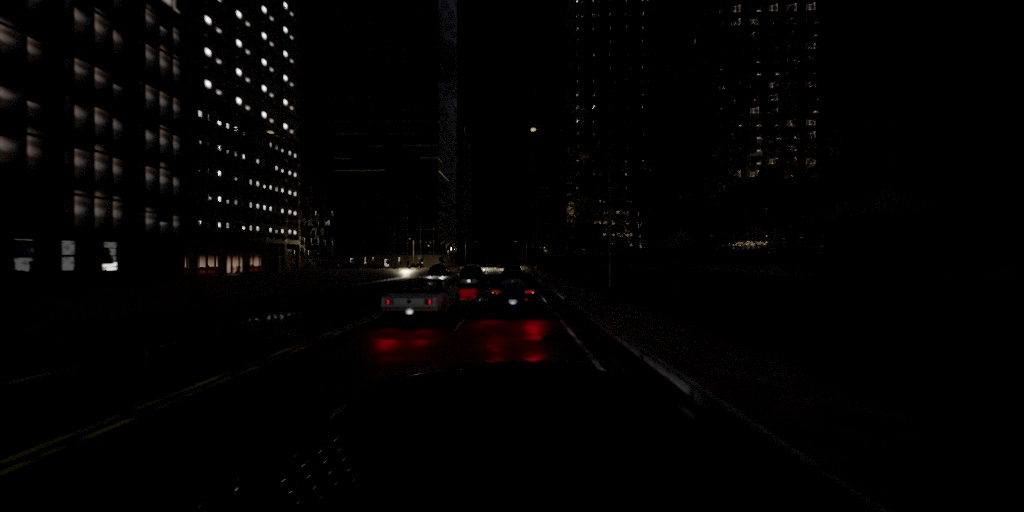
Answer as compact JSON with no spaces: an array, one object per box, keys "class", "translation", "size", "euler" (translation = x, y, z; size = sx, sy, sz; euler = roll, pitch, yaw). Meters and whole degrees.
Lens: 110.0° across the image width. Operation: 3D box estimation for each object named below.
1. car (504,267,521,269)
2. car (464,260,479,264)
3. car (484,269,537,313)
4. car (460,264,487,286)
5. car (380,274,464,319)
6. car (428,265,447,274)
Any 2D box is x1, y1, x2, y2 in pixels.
[{"class":"car","translation":[0.045,1.626,29.173],"size":[1.837,1.490,4.892],"euler":[0,0,1]},{"class":"car","translation":[-6.558,1.747,58.581],"size":[2.150,2.045,5.566],"euler":[0,-1,1]},{"class":"car","translation":[0.050,1.453,14.892],"size":[1.812,1.442,4.674],"euler":[0,-1,1]},{"class":"car","translation":[-3.205,1.627,29.186],"size":[1.837,1.490,4.892],"euler":[0,0,1]},{"class":"car","translation":[-3.213,1.510,13.545],"size":[1.895,1.301,4.718],"euler":[0,-1,1]},{"class":"car","translation":[-9.842,1.904,47.922],"size":[1.812,1.442,4.674],"euler":[0,-1,0]}]
